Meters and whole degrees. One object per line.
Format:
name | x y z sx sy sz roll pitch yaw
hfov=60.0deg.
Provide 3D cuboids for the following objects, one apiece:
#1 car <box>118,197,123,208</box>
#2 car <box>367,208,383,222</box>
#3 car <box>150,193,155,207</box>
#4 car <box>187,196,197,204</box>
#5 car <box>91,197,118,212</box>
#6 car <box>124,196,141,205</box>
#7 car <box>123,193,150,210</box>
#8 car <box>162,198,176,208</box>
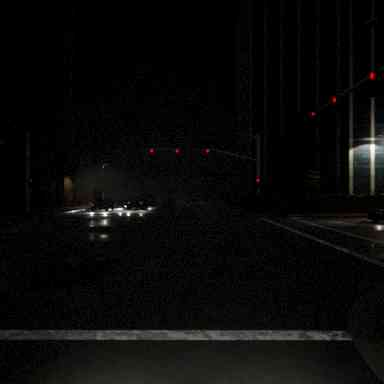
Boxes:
car | -10.625 1.491 49.116 2.128 1.511 4.902 0 0 0
car | 15.467 1.478 24.278 5.008 1.535 1.882 0 0 -1
car | -7.121 1.221 52.856 2.150 2.045 5.566 0 0 0
car | -0.043 1.526 64.911 1.812 1.442 4.674 0 0 0
car | -10.606 1.526 39.847 1.812 1.442 4.674 0 0 0
car | -10.591 1.491 59.299 2.128 1.511 4.902 0 0 0
car | -7.126 1.352 43.355 2.097 1.767 4.553 0 0 0
car | -3.425 1.547 49.391 2.033 1.411 5.357 0 0 0
